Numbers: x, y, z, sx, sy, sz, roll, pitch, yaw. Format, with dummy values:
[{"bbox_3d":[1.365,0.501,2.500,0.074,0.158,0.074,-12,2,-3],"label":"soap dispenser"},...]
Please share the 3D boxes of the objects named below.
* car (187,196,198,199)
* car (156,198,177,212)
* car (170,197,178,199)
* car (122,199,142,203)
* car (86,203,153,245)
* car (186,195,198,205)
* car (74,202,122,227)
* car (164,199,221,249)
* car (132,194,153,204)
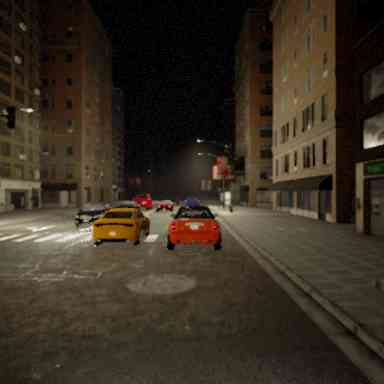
[{"bbox_3d":[0.086,1.579,45.124,1.882,1.535,5.008,0,0,0],"label":"car"},{"bbox_3d":[-3.162,1.690,40.208,1.895,1.301,4.718,0,0,0],"label":"car"},{"bbox_3d":[-3.220,1.643,59.049,1.837,1.490,4.892,0,0,0],"label":"car"},{"bbox_3d":[-6.584,1.674,33.322,1.895,1.301,4.718,0,0,1],"label":"car"},{"bbox_3d":[-3.156,1.510,15.688,1.882,1.535,5.008,0,0,0],"label":"car"},{"bbox_3d":[0.050,1.497,62.678,2.097,1.767,4.553,0,0,0],"label":"car"},{"bbox_3d":[-6.602,1.541,23.126,2.128,1.511,4.902,0,0,0],"label":"car"},{"bbox_3d":[0.095,1.382,14.847,2.097,1.767,4.553,0,0,0],"label":"car"},{"bbox_3d":[-6.513,1.320,43.919,2.150,2.045,5.566,0,0,0],"label":"car"}]
